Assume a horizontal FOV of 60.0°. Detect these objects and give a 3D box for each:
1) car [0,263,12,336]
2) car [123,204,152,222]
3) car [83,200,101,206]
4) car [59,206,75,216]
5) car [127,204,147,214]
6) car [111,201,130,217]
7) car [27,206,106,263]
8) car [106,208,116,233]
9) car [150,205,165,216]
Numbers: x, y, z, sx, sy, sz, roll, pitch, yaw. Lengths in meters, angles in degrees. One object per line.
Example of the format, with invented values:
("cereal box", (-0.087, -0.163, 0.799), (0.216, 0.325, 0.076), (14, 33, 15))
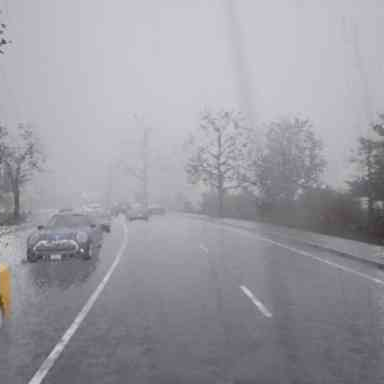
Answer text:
("car", (-3.848, 1.588, 3.594), (1.882, 1.535, 5.008), (-1, -1, -5))
("car", (-5.739, 2.307, 34.555), (1.994, 1.385, 4.181), (-1, -1, -16))
("car", (-14.641, 2.197, 48.672), (2.150, 2.045, 5.566), (-1, -1, -24))
("car", (-17.830, 2.622, 47.247), (1.895, 1.301, 4.718), (-1, -1, -24))
("car", (-8.817, 2.688, 52.786), (1.837, 1.490, 4.892), (-1, -1, -25))
("car", (-9.905, 2.308, 46.399), (2.150, 2.045, 5.566), (-1, -1, -22))
("car", (-4.896, 1.633, 13.347), (2.097, 1.767, 4.553), (-1, -1, -8))
("car", (-6.620, 2.077, 23.437), (2.033, 1.411, 5.357), (-1, -1, -13))
("car", (-4.887, 2.373, 43.107), (1.882, 1.535, 5.008), (-1, -1, -20))
